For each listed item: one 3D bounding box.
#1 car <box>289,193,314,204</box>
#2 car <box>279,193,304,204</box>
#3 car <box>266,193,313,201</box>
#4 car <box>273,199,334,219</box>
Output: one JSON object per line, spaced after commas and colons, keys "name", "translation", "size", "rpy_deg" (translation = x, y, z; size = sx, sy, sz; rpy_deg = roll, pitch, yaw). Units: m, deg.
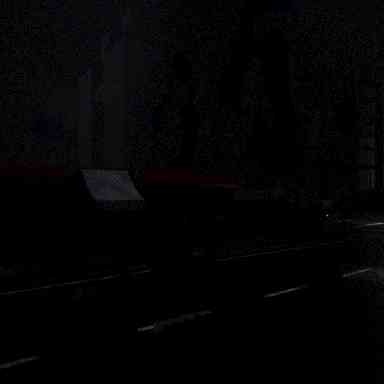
{"name": "car", "translation": [19.614, 1.114, 59.433], "size": [1.905, 1.878, 3.866], "rpy_deg": [0, 0, -35]}
{"name": "car", "translation": [17.219, 1.114, 57.726], "size": [1.905, 1.878, 3.866], "rpy_deg": [0, 0, -35]}
{"name": "car", "translation": [9.450, 1.297, 34.011], "size": [2.097, 1.767, 4.553], "rpy_deg": [0, 0, -36]}
{"name": "car", "translation": [9.410, 1.545, 28.087], "size": [1.895, 1.301, 4.718], "rpy_deg": [0, 0, -36]}
